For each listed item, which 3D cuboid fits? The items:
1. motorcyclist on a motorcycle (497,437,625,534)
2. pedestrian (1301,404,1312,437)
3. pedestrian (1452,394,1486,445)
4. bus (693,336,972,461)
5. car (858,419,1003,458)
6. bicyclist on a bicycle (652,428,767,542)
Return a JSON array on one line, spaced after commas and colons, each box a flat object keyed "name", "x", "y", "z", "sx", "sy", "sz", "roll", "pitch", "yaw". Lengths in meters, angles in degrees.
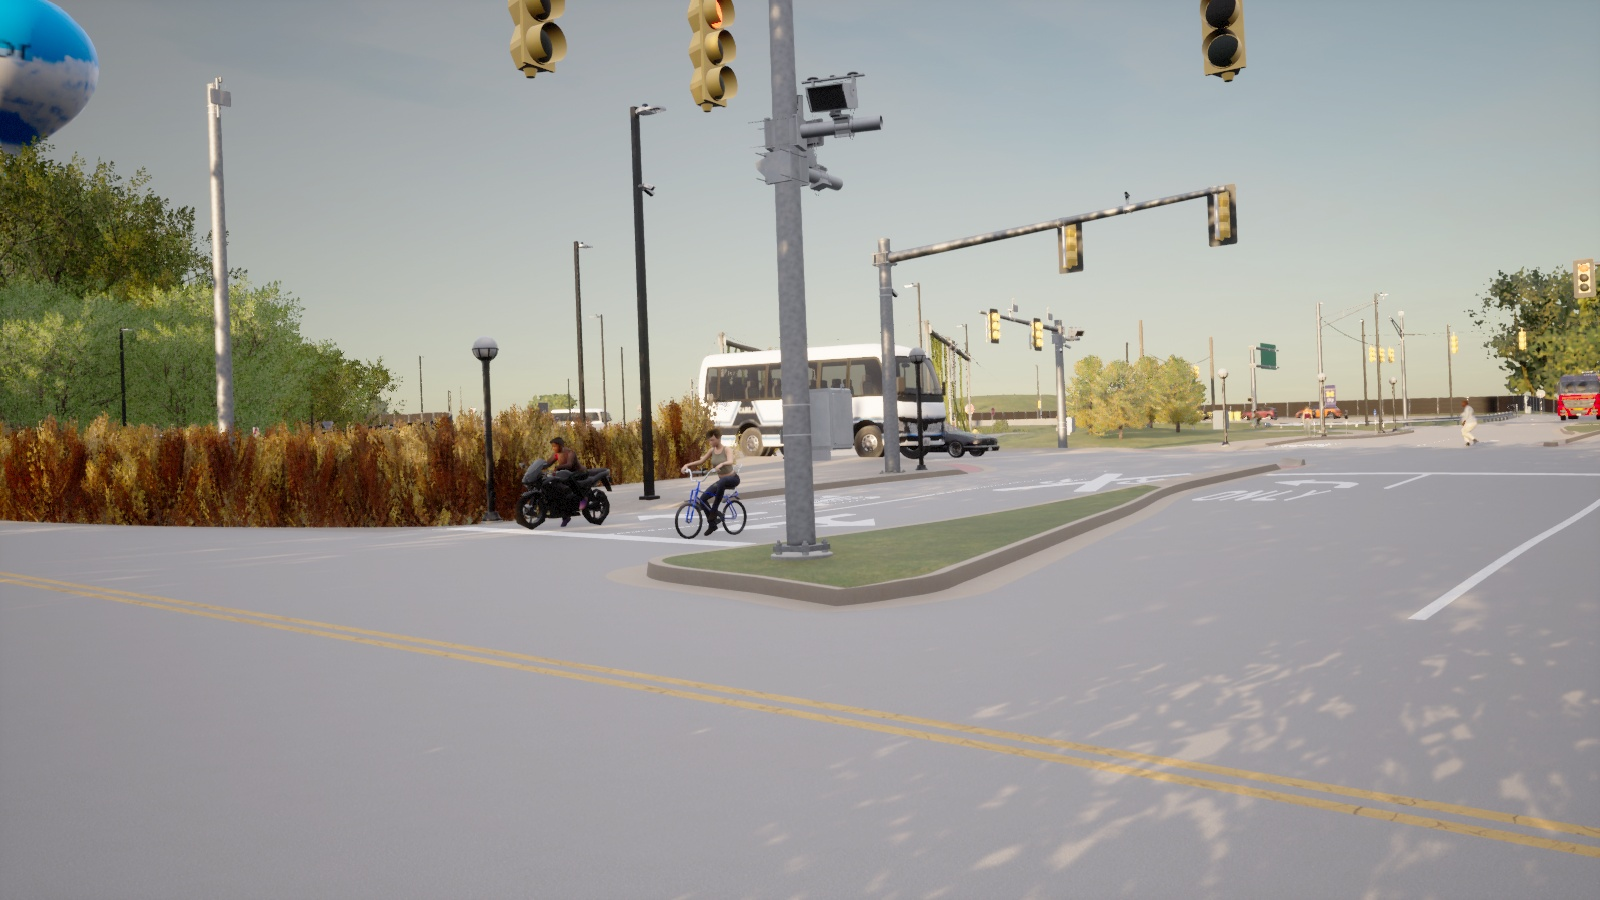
[{"name": "motorcyclist on a motorcycle", "x": -3.962, "y": 0.557, "z": 20.981, "sx": 0.797, "sy": 1.523, "sz": 2.044, "roll": -1, "pitch": 0, "yaw": 39}, {"name": "pedestrian", "x": 28.412, "y": -1.676, "z": 70.376, "sx": 0.345, "sy": 1.836, "sz": 0.594, "roll": -3, "pitch": 0, "yaw": 38}, {"name": "pedestrian", "x": 25.526, "y": -1.162, "z": 47.913, "sx": 0.900, "sy": 1.855, "sz": 0.874, "roll": -3, "pitch": 0, "yaw": 40}, {"name": "bus", "x": 1.017, "y": -1.758, "z": 47.450, "sx": 10.273, "sy": 4.253, "sz": 3.944, "roll": -1, "pitch": 1, "yaw": 40}, {"name": "car", "x": 5.056, "y": -0.439, "z": 49.106, "sx": 5.357, "sy": 1.411, "sz": 2.033, "roll": 0, "pitch": 1, "yaw": 37}, {"name": "bicyclist on a bicycle", "x": -1.332, "y": 0.496, "z": 18.663, "sx": 0.866, "sy": 1.612, "sz": 1.509, "roll": -1, "pitch": 0, "yaw": 41}]
